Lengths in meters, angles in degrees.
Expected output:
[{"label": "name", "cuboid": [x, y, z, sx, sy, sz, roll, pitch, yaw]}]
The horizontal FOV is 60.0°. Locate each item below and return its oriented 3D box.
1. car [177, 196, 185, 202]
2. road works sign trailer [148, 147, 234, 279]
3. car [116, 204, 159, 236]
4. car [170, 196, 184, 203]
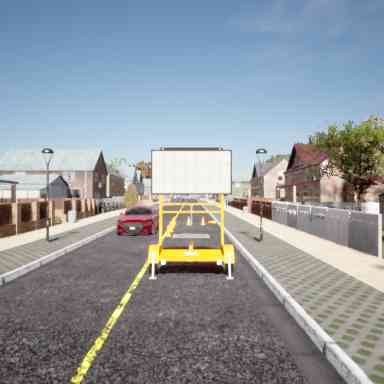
[{"label": "car", "cuboid": [-2.999, 1.827, 89.967, 2.128, 1.511, 4.902, 0, 0, 0]}, {"label": "road works sign trailer", "cuboid": [-0.015, 0.471, 10.023, 2.380, 3.560, 2.880, 0, 0, 0]}, {"label": "car", "cuboid": [-2.900, 1.496, 18.677, 1.882, 1.535, 5.008, 0, 0, 0]}, {"label": "car", "cuboid": [-2.981, 1.704, 61.499, 2.033, 1.411, 5.357, 0, 0, 0]}]
